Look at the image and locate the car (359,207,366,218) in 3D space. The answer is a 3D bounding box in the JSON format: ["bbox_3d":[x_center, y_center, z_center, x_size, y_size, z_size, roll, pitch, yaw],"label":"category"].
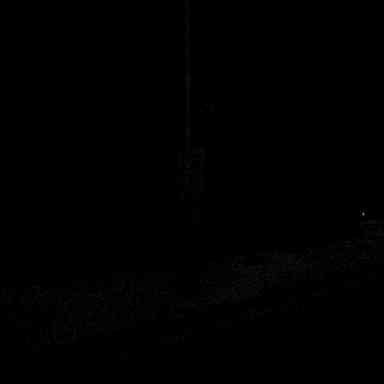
[{"bbox_3d":[11.091,1.309,26.231,2.128,1.511,4.902,0,1,-34],"label":"car"}]
